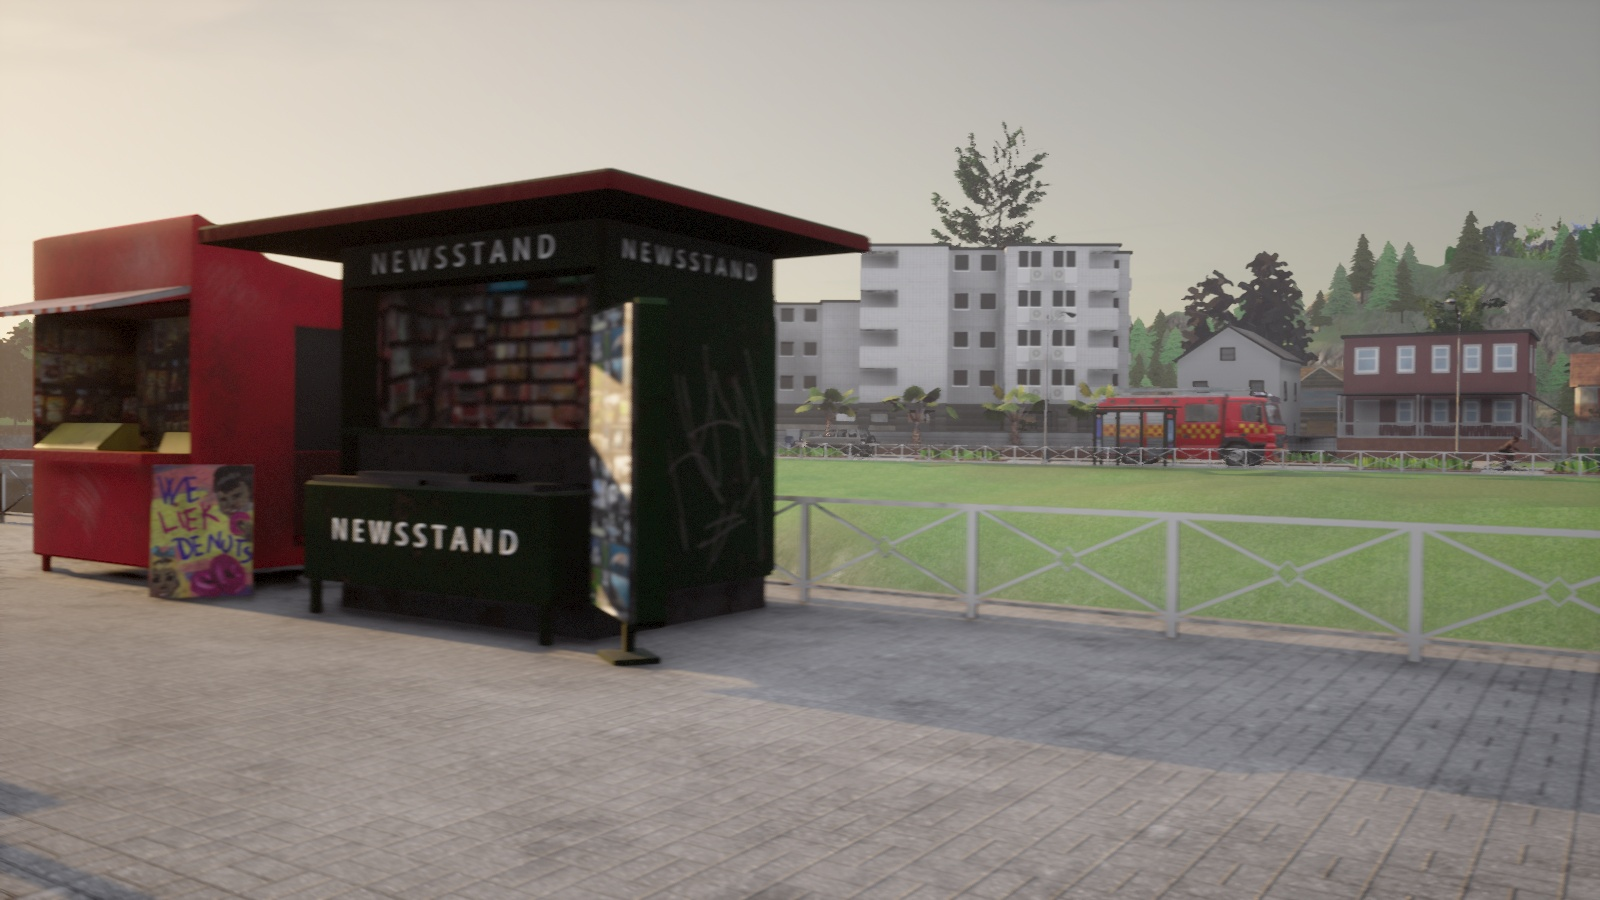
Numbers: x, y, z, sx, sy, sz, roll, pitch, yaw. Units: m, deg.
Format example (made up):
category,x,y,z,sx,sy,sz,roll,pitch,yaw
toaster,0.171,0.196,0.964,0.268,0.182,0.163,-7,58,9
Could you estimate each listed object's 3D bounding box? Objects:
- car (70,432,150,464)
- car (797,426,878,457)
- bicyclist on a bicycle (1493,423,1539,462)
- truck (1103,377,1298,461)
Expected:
category,x,y,z,sx,sy,sz,roll,pitch,yaw
car,-42.626,-0.149,77.603,1.905,1.878,3.866,0,1,33
car,2.293,-0.522,76.774,4.605,1.855,1.932,0,1,34
bicyclist on a bicycle,30.397,-0.319,53.294,1.656,1.620,0.582,0,1,34
truck,19.266,-1.437,60.670,8.468,3.827,2.891,0,1,34
